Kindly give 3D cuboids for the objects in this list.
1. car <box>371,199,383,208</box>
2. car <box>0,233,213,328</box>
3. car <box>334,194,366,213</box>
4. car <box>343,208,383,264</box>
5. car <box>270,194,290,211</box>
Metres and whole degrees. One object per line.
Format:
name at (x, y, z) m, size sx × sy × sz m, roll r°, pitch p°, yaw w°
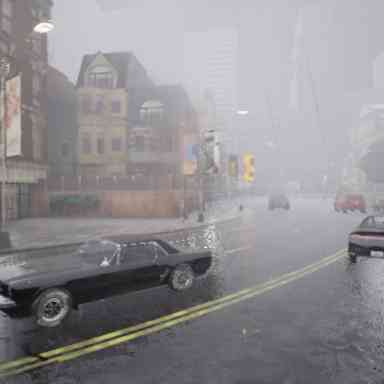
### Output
car at (20.563, 1.499, 35.163) m, size 1.837 × 1.490 × 4.892 m, roll 0°, pitch 0°, yaw 11°
car at (-1.805, 1.651, 7.319) m, size 4.718 × 1.301 × 1.895 m, roll 0°, pitch 0°, yaw -42°
car at (17.355, 1.248, 36.765) m, size 2.150 × 2.045 × 5.566 m, roll -1°, pitch 0°, yaw 10°
car at (6.633, 1.490, 11.043) m, size 2.128 × 1.511 × 4.902 m, roll -1°, pitch 0°, yaw 39°
car at (11.245, 1.330, 42.990) m, size 2.150 × 2.045 × 5.566 m, roll -1°, pitch -1°, yaw 10°
